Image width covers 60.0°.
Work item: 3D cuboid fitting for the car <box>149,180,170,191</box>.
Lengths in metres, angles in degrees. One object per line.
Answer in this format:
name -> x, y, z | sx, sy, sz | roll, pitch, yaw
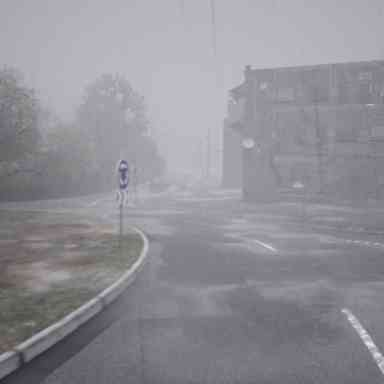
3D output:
car -> -4.575, -1.018, 47.386 | 1.837, 1.490, 4.892 | 2, 7, 15
